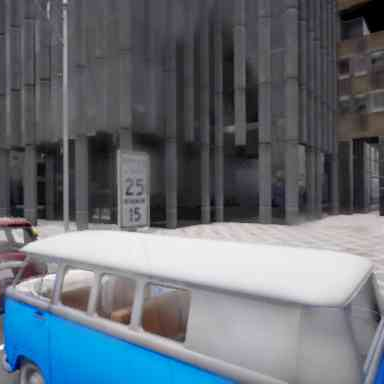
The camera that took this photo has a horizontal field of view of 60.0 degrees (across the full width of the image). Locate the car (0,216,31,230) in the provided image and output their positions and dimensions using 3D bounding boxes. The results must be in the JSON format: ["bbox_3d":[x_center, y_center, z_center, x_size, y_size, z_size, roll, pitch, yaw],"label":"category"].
[{"bbox_3d":[-4.860,1.380,6.546,5.009,1.841,2.192,-1,0,35],"label":"car"}]

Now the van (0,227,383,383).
[{"bbox_3d":[-0.267,1.359,3.270,3.998,1.788,1.690,-1,0,35],"label":"van"}]
